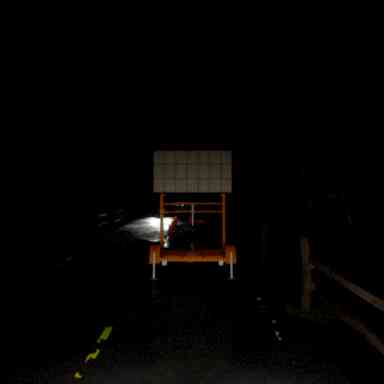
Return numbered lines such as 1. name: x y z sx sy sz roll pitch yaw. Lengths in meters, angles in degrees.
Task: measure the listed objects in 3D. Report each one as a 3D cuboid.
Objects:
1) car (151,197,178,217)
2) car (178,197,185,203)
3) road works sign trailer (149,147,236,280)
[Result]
1. car: -2.779 1.487 31.519 2.128 1.511 4.902 0 0 0
2. car: -2.587 1.701 72.708 1.994 1.385 4.181 0 0 0
3. road works sign trailer: 0.022 0.458 9.916 2.380 3.560 2.880 0 0 0
